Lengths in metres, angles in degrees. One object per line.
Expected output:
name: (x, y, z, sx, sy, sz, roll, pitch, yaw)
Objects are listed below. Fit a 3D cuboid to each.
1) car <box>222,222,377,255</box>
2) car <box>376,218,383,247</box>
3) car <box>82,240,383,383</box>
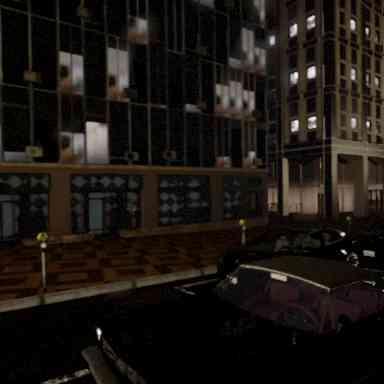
car: (2.644, 1.568, 8.618, 4.313, 1.339, 1.947, 0, -1, -35)
car: (7.366, 1.568, 11.769, 4.313, 1.339, 1.947, 0, -1, -35)
car: (1.182, 1.602, 4.184, 4.718, 1.301, 1.895, 0, 0, -35)
